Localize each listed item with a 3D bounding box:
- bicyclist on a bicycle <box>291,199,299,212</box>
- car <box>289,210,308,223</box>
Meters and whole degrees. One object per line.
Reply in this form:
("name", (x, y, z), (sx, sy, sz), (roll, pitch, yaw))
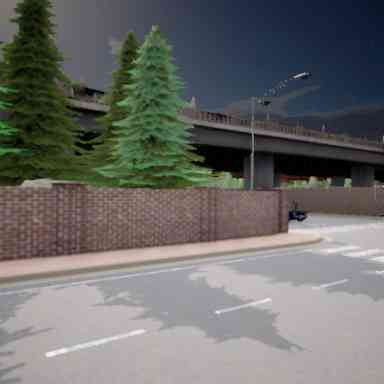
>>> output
("bicyclist on a bicycle", (12.779, 1.743, 41.308), (1.656, 1.620, 0.582), (0, 0, -35))
("car", (7.745, 1.917, 29.248), (1.895, 1.301, 4.718), (1, 0, -35))
